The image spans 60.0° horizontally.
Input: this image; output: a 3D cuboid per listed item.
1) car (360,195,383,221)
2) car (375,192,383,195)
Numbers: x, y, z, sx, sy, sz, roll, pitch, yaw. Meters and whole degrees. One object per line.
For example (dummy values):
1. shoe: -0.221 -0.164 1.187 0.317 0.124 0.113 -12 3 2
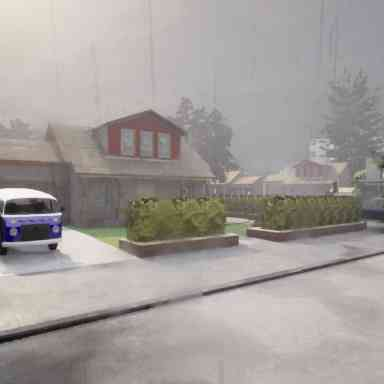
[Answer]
1. car: 14.299 1.352 24.741 2.097 1.767 4.553 0 0 -32
2. car: 22.993 0.985 40.726 3.866 1.878 1.905 0 0 -1
